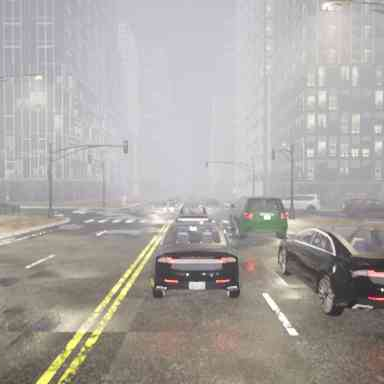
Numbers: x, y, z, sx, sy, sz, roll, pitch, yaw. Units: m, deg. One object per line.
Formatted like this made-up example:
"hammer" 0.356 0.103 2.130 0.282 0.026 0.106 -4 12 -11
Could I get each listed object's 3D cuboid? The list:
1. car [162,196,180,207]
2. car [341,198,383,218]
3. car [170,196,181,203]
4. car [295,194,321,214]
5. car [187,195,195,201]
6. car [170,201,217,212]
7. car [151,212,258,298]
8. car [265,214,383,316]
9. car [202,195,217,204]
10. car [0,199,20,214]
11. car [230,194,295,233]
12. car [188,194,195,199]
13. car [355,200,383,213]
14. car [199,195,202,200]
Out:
"car" -3.481 1.452 51.349 2.128 1.511 4.902 0 0 0
"car" 16.119 1.517 30.076 5.009 1.841 2.192 1 0 1
"car" -3.442 1.489 70.586 1.994 1.385 4.181 0 0 0
"car" 10.966 1.284 35.927 5.566 2.045 2.150 0 1 1
"car" -0.218 1.453 80.822 2.033 1.411 5.357 0 0 0
"car" 0.051 1.481 17.656 2.128 1.511 4.902 0 0 0
"car" 0.077 1.487 8.472 2.128 1.511 4.902 0 0 0
"car" 3.327 1.488 7.462 2.128 1.511 4.902 0 0 0
"car" 3.202 1.519 56.542 1.994 1.385 4.181 0 0 0
"car" -19.483 1.406 33.154 4.181 1.385 1.994 1 1 1
"car" 3.302 1.212 17.304 2.150 2.045 5.566 0 0 0
"car" -0.247 1.332 91.270 1.895 1.301 4.718 0 0 0
"car" 21.705 1.640 38.377 4.829 1.417 1.752 1 0 1
"car" 3.003 1.499 91.277 1.895 1.301 4.718 0 0 0
